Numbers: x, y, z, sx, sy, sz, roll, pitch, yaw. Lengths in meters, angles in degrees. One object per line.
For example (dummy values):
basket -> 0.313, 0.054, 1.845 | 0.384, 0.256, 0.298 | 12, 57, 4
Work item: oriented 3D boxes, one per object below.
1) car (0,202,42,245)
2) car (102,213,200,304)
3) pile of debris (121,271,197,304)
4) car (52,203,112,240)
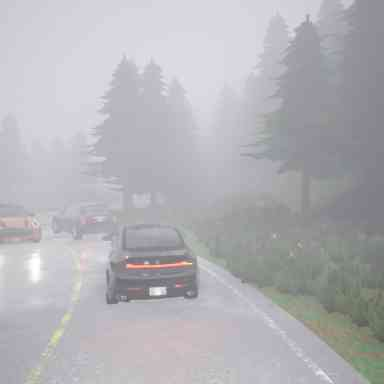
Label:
car -> -8.404, 1.354, 15.143 | 2.097, 1.767, 4.553 | 0, 0, -38
car -> -1.114, 1.505, 8.239 | 1.837, 1.490, 4.892 | 0, 0, -12
pile of debris -> -0.856, 2.177, 7.750 | 1.500, 0.140, 1.860 | 0, 0, -14
car -> -5.715, 1.355, 17.457 | 2.097, 1.767, 4.553 | 0, 0, -39
